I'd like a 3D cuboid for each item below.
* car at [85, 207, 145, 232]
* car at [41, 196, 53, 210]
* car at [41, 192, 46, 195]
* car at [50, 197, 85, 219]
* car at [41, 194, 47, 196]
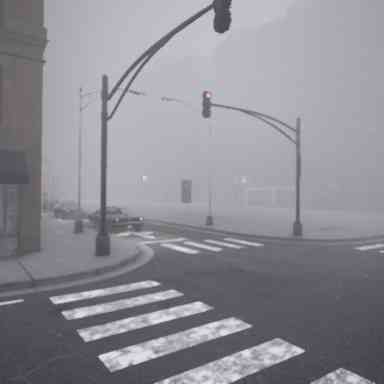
[{"bbox_3d":[-4.659,1.583,20.127,1.895,1.301,4.718,1,0,-35],"label":"car"},{"bbox_3d":[-17.185,1.482,38.309,1.895,1.301,4.718,1,0,-34],"label":"car"},{"bbox_3d":[-25.160,1.071,54.438,2.150,2.045,5.566,1,0,-35],"label":"car"},{"bbox_3d":[-10.511,1.458,28.614,1.812,1.442,4.674,1,0,-34],"label":"car"},{"bbox_3d":[-19.476,1.412,46.276,1.812,1.442,4.674,1,0,-35],"label":"car"}]
